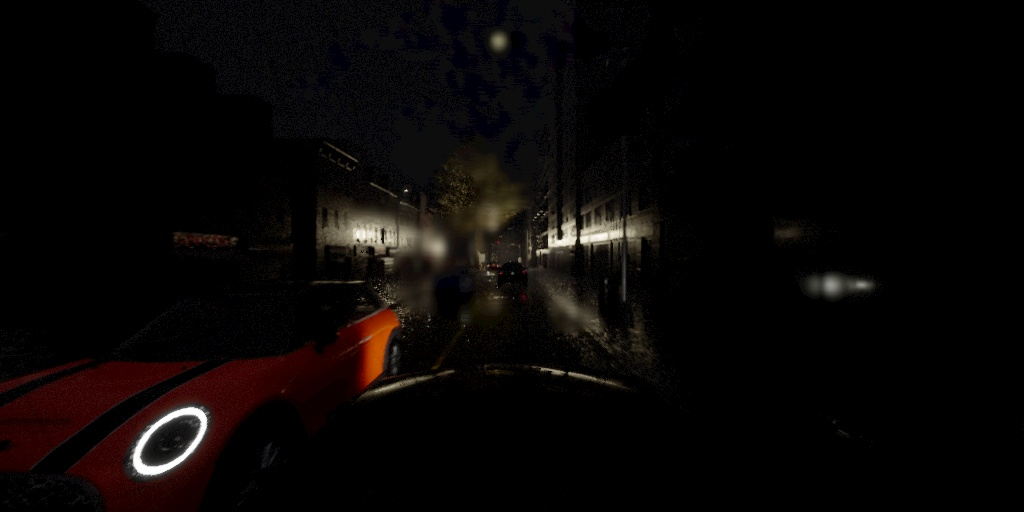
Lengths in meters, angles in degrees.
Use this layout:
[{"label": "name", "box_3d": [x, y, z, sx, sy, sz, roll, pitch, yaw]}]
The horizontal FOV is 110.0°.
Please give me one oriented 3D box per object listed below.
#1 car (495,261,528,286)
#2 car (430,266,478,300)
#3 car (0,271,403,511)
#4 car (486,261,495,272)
[{"label": "car", "box_3d": [0.040, 1.234, 26.758, 2.097, 1.767, 4.553, 0, 0, 0]}, {"label": "car", "box_3d": [-2.866, 1.313, 18.400, 1.882, 1.535, 5.008, 0, 0, 0]}, {"label": "car", "box_3d": [-2.851, 1.114, 4.037, 2.097, 1.767, 4.553, 0, 0, 0]}, {"label": "car", "box_3d": [-2.944, 1.615, 57.784, 2.097, 1.767, 4.553, 0, -1, 0]}]
